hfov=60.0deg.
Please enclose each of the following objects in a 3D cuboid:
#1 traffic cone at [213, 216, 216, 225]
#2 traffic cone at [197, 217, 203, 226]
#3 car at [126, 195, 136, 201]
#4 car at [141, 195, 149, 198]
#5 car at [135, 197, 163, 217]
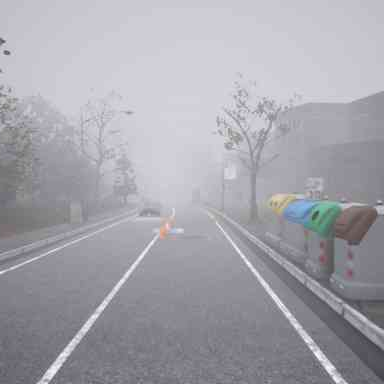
[{"bbox_3d":[1.493,1.913,22.085,0.340,0.580,0.340,0,0,6],"label":"traffic cone"},{"bbox_3d":[0.526,1.913,21.955,0.340,0.580,0.340,0,0,0],"label":"traffic cone"},{"bbox_3d":[-15.955,1.576,86.814,1.837,1.490,4.892,-3,1,-24],"label":"car"},{"bbox_3d":[-9.801,1.459,70.391,1.882,1.535,5.008,-2,0,-16],"label":"car"},{"bbox_3d":[-3.655,1.491,30.753,2.033,1.411,5.357,0,0,-1],"label":"car"}]
